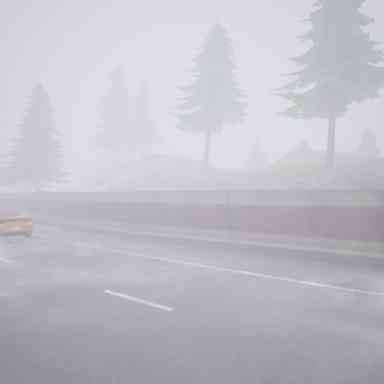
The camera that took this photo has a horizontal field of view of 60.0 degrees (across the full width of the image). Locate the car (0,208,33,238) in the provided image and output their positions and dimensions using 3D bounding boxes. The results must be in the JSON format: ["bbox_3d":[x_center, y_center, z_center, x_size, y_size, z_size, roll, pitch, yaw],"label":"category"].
[{"bbox_3d":[-10.033,1.565,17.353,5.008,1.535,1.882,0,0,44],"label":"car"}]
